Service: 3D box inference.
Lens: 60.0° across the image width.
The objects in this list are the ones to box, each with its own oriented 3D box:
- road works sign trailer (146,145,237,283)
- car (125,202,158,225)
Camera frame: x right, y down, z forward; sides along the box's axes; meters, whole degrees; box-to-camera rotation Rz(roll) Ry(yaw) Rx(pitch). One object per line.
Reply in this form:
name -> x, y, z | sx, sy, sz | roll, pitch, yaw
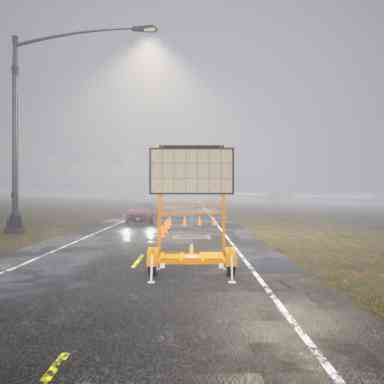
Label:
road works sign trailer -> -0.007, 0.465, 9.602 | 2.380, 3.560, 2.880 | 0, 0, 0
car -> -3.516, 1.479, 24.070 | 1.882, 1.535, 5.008 | 0, 0, 0
